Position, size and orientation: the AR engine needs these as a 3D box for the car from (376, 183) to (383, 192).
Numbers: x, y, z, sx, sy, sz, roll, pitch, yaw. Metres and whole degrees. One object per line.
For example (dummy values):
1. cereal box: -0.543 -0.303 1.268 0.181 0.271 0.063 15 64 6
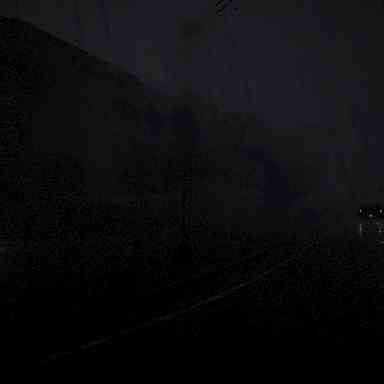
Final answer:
1. car: 36.594 -0.883 64.131 1.882 1.535 5.008 0 4 31

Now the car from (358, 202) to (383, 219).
1. car: 15.442 1.548 28.539 1.895 1.301 4.718 0 1 31
